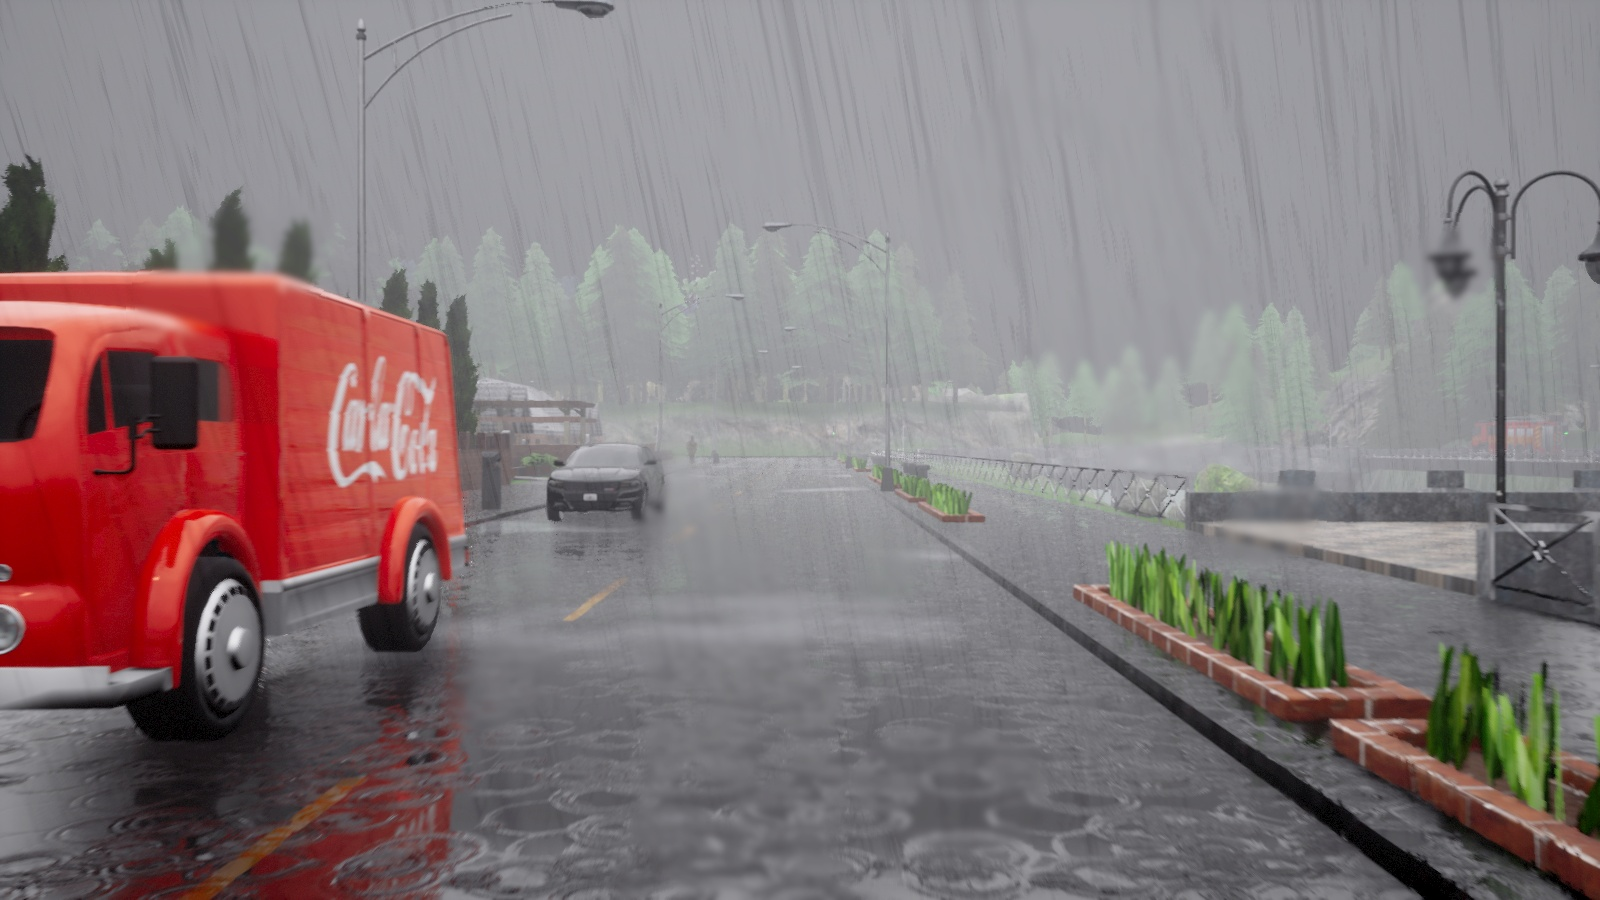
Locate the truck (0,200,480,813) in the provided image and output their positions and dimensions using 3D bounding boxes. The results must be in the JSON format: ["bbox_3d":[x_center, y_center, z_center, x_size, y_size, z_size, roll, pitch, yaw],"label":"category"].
[{"bbox_3d":[-3.941,0.213,7.657,2.627,2.467,5.204,0,0,0],"label":"truck"}]

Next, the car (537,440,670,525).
[{"bbox_3d":[-3.839,0.578,25.405,1.882,1.535,5.008,0,0,0],"label":"car"}]
